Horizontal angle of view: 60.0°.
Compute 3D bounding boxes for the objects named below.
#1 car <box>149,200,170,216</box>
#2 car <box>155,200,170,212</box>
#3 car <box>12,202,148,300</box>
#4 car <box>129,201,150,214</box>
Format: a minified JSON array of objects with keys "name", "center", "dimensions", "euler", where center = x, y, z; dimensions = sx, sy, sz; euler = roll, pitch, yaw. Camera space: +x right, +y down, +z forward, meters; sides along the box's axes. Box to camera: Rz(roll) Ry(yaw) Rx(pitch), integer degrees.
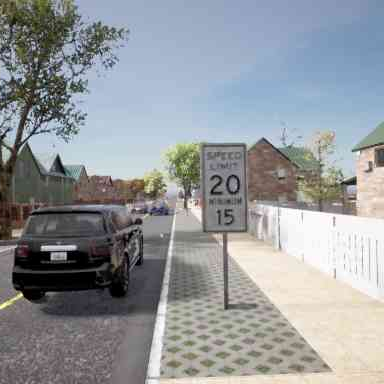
[{"name":"car","center":[-3.868,1.804,39.532],"dimensions":[2.097,1.767,4.553],"euler":[-1,-1,-2]},{"name":"car","center":[-4.353,2.043,49.784],"dimensions":[1.882,1.535,5.008],"euler":[-1,-1,-2]},{"name":"car","center":[-2.614,1.329,8.924],"dimensions":[2.150,2.045,5.566],"euler":[-1,-1,-2]},{"name":"car","center":[-6.856,2.042,43.938],"dimensions":[2.128,1.511,4.902],"euler":[-1,-1,-2]}]
